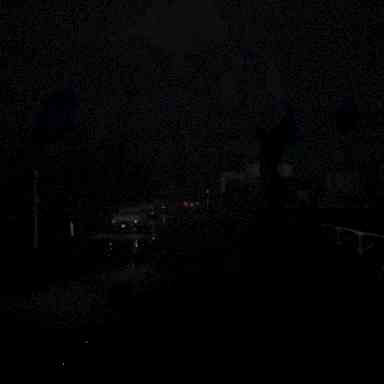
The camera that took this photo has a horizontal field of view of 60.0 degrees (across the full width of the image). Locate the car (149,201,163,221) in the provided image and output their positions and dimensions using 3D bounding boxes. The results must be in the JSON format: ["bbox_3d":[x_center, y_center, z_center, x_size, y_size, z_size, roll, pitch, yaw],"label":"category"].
[{"bbox_3d":[-4.101,1.857,31.105,1.812,1.442,4.674,0,-1,0],"label":"car"}]

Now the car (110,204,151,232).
[{"bbox_3d":[-4.098,1.761,22.059,1.812,1.442,4.674,0,-1,0],"label":"car"}]

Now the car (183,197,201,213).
[{"bbox_3d":[-0.018,1.689,43.894,2.150,2.045,5.566,0,-1,0],"label":"car"}]

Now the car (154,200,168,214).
[{"bbox_3d":[-4.085,1.789,41.035,2.097,1.767,4.553,0,-1,0],"label":"car"}]
